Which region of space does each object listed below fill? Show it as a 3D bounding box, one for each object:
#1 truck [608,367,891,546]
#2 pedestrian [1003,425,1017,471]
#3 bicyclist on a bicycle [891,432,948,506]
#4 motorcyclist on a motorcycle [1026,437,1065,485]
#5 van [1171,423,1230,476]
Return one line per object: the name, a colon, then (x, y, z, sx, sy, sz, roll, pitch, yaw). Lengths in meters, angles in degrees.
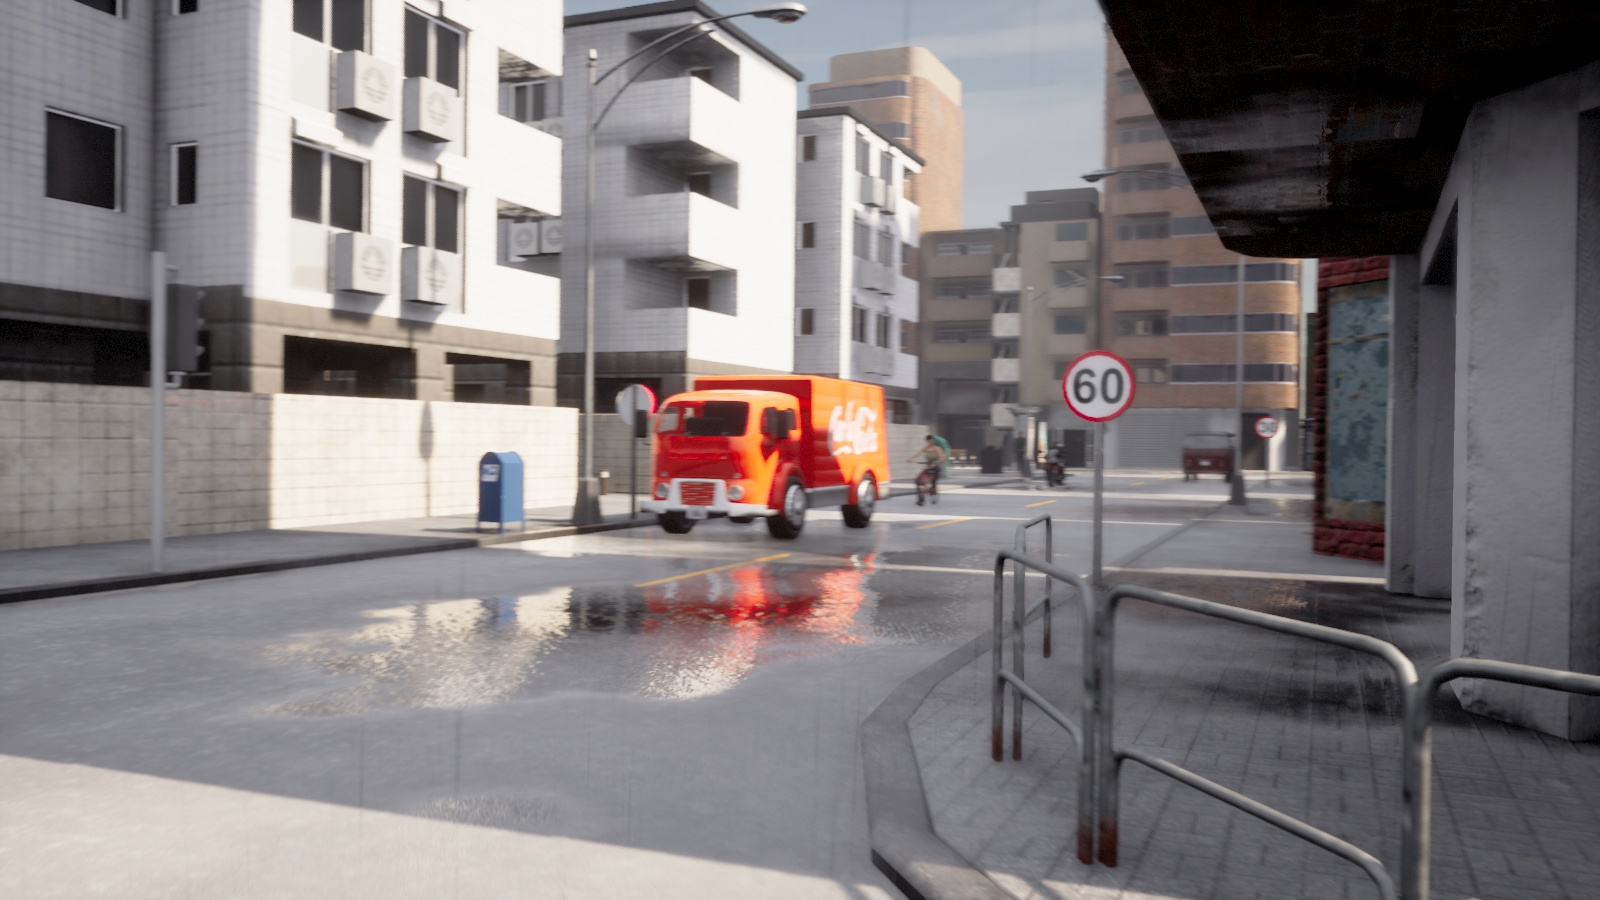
truck: (-0.593, 0.070, 20.176, 2.627, 2.467, 5.204, 0, 1, 22)
pedestrian: (8.984, -0.089, 53.799, 0.423, 1.949, 0.788, 0, 1, 21)
bicyclist on a bicycle: (2.696, 0.403, 28.184, 0.866, 1.612, 1.509, 0, 1, 22)
motorcyclist on a motorcycle: (8.100, 0.353, 41.365, 0.866, 1.530, 2.191, 0, 1, 22)
van: (15.867, -0.047, 49.655, 1.775, 1.987, 4.442, 0, 0, 24)
